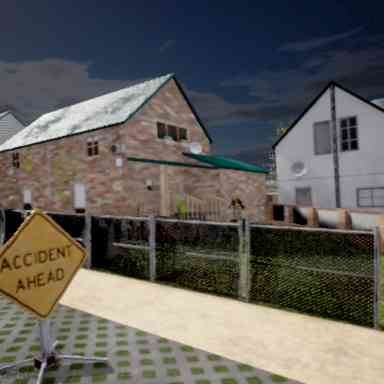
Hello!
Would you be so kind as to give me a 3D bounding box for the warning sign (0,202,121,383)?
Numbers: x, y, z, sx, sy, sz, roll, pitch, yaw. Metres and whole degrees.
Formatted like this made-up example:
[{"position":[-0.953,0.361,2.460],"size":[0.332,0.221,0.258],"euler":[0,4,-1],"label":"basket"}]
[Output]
[{"position":[-1.738,1.113,3.834],"size":[1.060,1.860,1.300],"euler":[-3,1,35],"label":"warning sign"}]
